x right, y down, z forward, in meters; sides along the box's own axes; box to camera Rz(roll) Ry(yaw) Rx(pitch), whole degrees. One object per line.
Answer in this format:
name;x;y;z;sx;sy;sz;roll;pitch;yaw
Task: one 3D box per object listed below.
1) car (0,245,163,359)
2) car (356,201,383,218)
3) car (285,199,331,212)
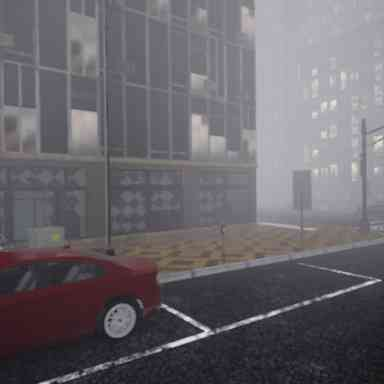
car;-2.600;1.545;4.879;4.507;1.381;1.887;0;-1;-36
car;15.099;1.414;25.499;2.128;1.511;4.902;-1;1;-30
car;11.984;1.319;34.739;1.752;1.417;4.829;0;1;-35
